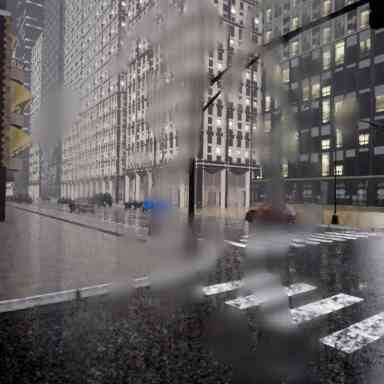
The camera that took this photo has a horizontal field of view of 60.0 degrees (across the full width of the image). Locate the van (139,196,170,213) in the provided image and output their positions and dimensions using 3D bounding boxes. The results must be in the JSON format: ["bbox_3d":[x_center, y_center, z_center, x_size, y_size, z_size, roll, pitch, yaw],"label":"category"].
[{"bbox_3d":[-4.094,1.382,37.722,1.690,1.788,3.998,1,-1,-35],"label":"van"}]

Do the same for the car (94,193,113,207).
[{"bbox_3d":[-14.514,1.255,53.120,2.150,2.045,5.566,1,-1,-35],"label":"car"}]

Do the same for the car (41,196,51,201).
[{"bbox_3d":[-36.799,1.570,83.778,1.802,1.307,4.206,1,-1,-35],"label":"car"}]

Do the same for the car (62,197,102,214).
[{"bbox_3d":[-10.930,1.427,32.870,2.008,1.369,4.403,1,-1,-35],"label":"car"}]

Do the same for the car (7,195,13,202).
[{"bbox_3d":[-37.090,1.396,69.716,1.947,1.339,4.313,1,-1,-35],"label":"car"}]

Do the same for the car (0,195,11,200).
[{"bbox_3d":[-46.804,1.365,83.397,1.752,1.417,4.829,1,-1,-35],"label":"car"}]

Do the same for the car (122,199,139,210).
[{"bbox_3d":[-7.368,1.584,42.326,2.008,1.369,4.403,1,-1,-35],"label":"car"}]

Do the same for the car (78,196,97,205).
[{"bbox_3d":[-18.522,1.525,58.824,1.837,1.490,4.892,1,-1,-35],"label":"car"}]

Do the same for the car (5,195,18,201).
[{"bbox_3d":[-40.359,1.378,74.322,2.008,1.369,4.403,1,-1,-35],"label":"car"}]

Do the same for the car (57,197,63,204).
[{"bbox_3d":[-22.622,1.522,59.327,1.994,1.385,4.181,1,-1,-35],"label":"car"}]

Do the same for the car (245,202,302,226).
[{"bbox_3d":[5.714,1.505,23.904,1.967,1.590,4.097,1,-1,-35],"label":"car"}]

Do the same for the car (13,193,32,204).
[{"bbox_3d":[-30.546,1.155,60.507,2.192,1.841,5.009,1,-1,-35],"label":"car"}]
